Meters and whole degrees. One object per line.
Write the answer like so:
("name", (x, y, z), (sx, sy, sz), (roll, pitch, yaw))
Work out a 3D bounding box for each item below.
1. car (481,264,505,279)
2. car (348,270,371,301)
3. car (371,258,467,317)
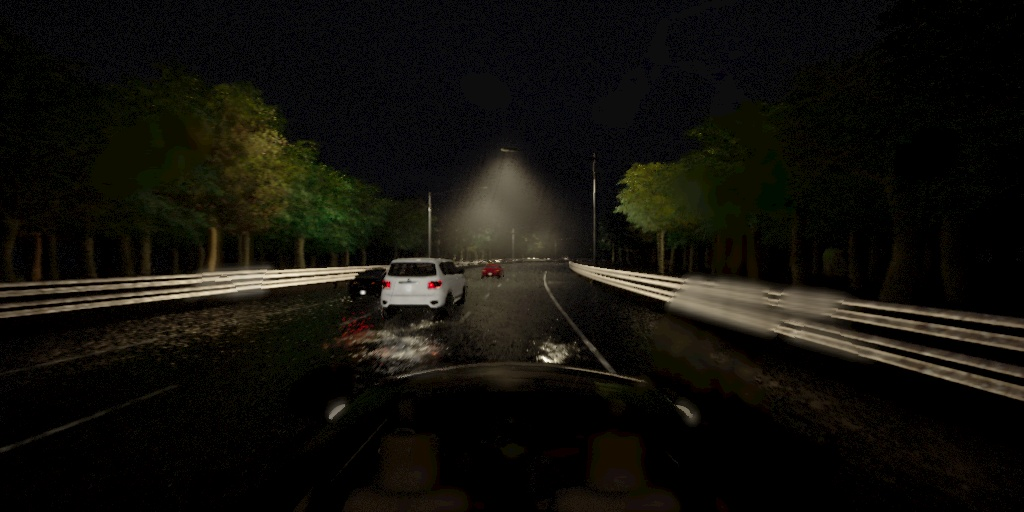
("car", (-1.887, 1.530, 36.134), (1.812, 1.442, 4.674), (0, 0, 5))
("car", (-6.523, 1.399, 18.337), (1.837, 1.490, 4.892), (0, -1, 2))
("car", (-3.183, 1.085, 13.982), (2.150, 2.045, 5.566), (0, 0, 2))
